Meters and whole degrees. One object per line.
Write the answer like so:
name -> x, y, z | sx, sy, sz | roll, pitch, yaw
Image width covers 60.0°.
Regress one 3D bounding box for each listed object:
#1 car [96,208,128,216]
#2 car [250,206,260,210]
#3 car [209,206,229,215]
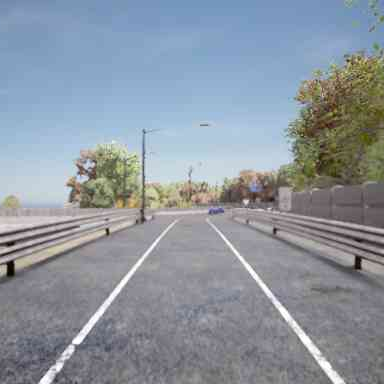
car -> -10.572, 2.813, 44.005 | 1.994, 1.385, 4.181 | -2, -4, 44
car -> 16.626, 4.563, 90.345 | 2.097, 1.767, 4.553 | -1, -3, 16
car -> 4.827, 3.619, 63.967 | 1.812, 1.442, 4.674 | -1, -3, 31
